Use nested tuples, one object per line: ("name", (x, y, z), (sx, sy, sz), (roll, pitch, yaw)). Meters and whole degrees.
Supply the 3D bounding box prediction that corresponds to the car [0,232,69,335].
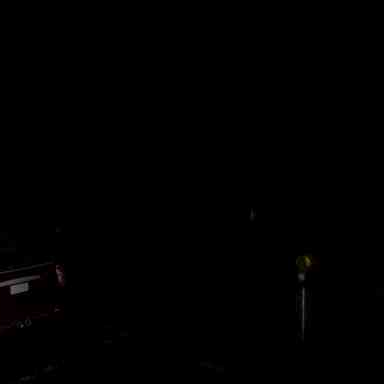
("car", (-4.109, 1.440, 6.012), (4.097, 1.590, 1.967), (0, 0, 36))
